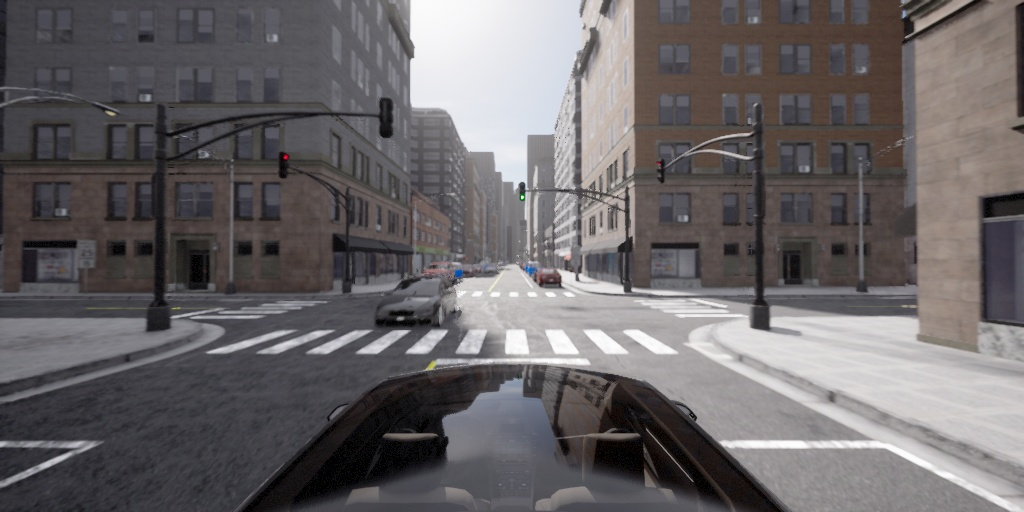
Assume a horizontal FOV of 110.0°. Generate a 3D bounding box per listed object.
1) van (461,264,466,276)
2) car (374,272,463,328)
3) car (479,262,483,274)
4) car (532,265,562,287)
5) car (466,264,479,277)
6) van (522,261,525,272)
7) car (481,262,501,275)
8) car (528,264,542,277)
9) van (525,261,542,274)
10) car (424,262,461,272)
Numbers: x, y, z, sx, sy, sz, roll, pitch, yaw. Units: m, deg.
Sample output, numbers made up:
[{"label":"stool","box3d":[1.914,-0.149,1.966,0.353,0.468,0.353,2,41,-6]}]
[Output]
[{"label":"van","box3d":[-5.667,1.518,33.708,1.690,1.789,3.998,0,0,0]},{"label":"car","box3d":[-3.004,1.464,12.096,1.837,1.490,4.892,0,-1,0]},{"label":"car","box3d":[-5.666,1.912,55.712,1.967,1.591,4.097,0,0,0]},{"label":"car","box3d":[2.858,1.648,28.207,1.888,1.381,4.507,0,0,0]},{"label":"car","box3d":[-5.667,1.765,44.710,1.967,1.591,4.097,0,0,0]},{"label":"van","box3d":[2.859,1.813,55.711,1.690,1.789,3.998,0,0,0]},{"label":"car","box3d":[-2.998,1.985,51.767,1.994,1.385,4.181,0,-1,0]},{"label":"car","box3d":[2.858,1.743,33.708,1.948,1.339,4.313,0,0,0]},{"label":"van","box3d":[2.859,1.666,44.710,1.690,1.789,3.998,0,0,0]},{"label":"car","box3d":[-5.668,1.418,28.208,2.192,1.841,5.009,0,0,0]}]
